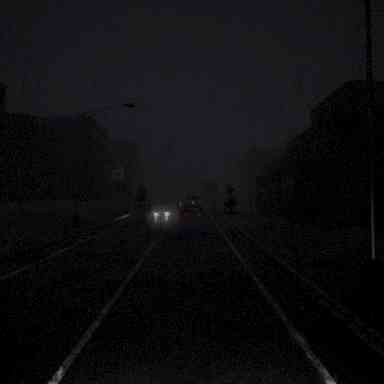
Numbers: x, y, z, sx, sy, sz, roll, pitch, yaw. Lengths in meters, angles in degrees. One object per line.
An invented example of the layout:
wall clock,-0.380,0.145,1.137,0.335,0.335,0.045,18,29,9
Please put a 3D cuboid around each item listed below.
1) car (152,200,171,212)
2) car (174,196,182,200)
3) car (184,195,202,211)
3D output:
car,-3.543,1.679,39.711,1.994,1.385,4.181,0,0,0
car,-3.488,1.617,81.235,1.812,1.442,4.674,0,0,0
car,0.141,1.354,43.119,2.150,2.045,5.566,0,0,1
